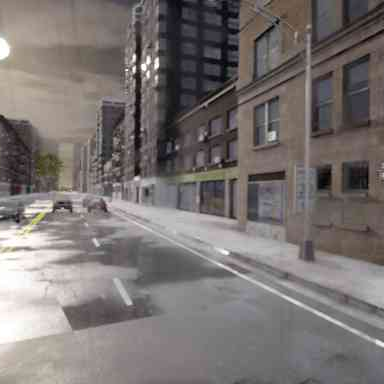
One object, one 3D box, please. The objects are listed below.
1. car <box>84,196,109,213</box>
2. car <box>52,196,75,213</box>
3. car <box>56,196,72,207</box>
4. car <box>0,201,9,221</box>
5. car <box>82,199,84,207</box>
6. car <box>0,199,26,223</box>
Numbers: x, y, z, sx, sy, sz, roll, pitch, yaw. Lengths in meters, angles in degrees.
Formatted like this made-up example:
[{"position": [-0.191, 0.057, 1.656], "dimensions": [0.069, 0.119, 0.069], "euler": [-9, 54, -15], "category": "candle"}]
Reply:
[{"position": [-9.742, 1.300, 34.131], "dimensions": [1.812, 1.442, 4.674], "euler": [1, 0, -20], "category": "car"}, {"position": [-12.802, 1.236, 33.073], "dimensions": [1.837, 1.490, 4.892], "euler": [1, 1, -20], "category": "car"}, {"position": [-16.935, 1.234, 44.020], "dimensions": [1.895, 1.301, 4.718], "euler": [1, 0, -20], "category": "car"}, {"position": [-9.008, 1.331, 13.208], "dimensions": [2.128, 1.511, 4.902], "euler": [1, 0, -21], "category": "car"}, {"position": [-13.620, 1.231, 44.409], "dimensions": [2.033, 1.411, 5.357], "euler": [1, 0, -20], "category": "car"}, {"position": [-12.593, 1.266, 22.831], "dimensions": [1.837, 1.490, 4.892], "euler": [1, 0, -20], "category": "car"}]
